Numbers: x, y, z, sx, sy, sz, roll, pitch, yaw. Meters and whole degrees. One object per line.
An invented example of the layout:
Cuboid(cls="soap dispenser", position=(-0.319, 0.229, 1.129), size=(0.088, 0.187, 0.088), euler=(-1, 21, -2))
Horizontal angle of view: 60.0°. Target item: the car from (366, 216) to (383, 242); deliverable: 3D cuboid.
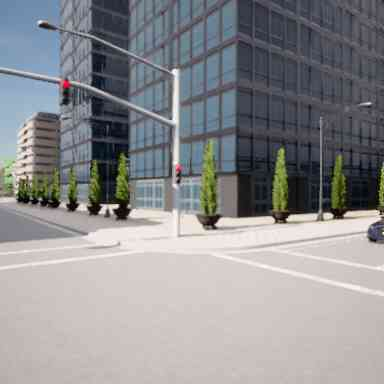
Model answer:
Cuboid(cls="car", position=(9.906, 1.596, 15.352), size=(4.181, 1.385, 1.994), euler=(0, 0, -35))
